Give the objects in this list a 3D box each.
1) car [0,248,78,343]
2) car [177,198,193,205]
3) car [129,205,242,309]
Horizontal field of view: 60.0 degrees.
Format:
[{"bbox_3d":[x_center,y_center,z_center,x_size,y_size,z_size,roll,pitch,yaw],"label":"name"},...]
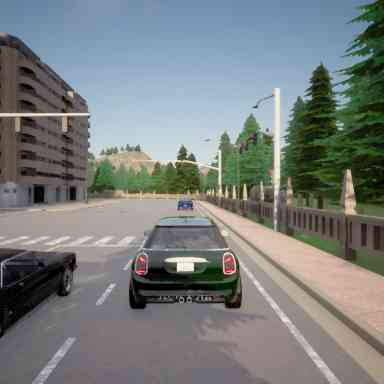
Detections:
[{"bbox_3d":[-3.548,1.601,5.660,1.895,1.301,4.718,0,0,-1],"label":"car"},{"bbox_3d":[-0.860,1.478,42.861,1.882,1.535,5.008,0,0,-1],"label":"car"},{"bbox_3d":[-0.133,1.352,8.033,2.097,1.767,4.553,0,0,0],"label":"car"}]
